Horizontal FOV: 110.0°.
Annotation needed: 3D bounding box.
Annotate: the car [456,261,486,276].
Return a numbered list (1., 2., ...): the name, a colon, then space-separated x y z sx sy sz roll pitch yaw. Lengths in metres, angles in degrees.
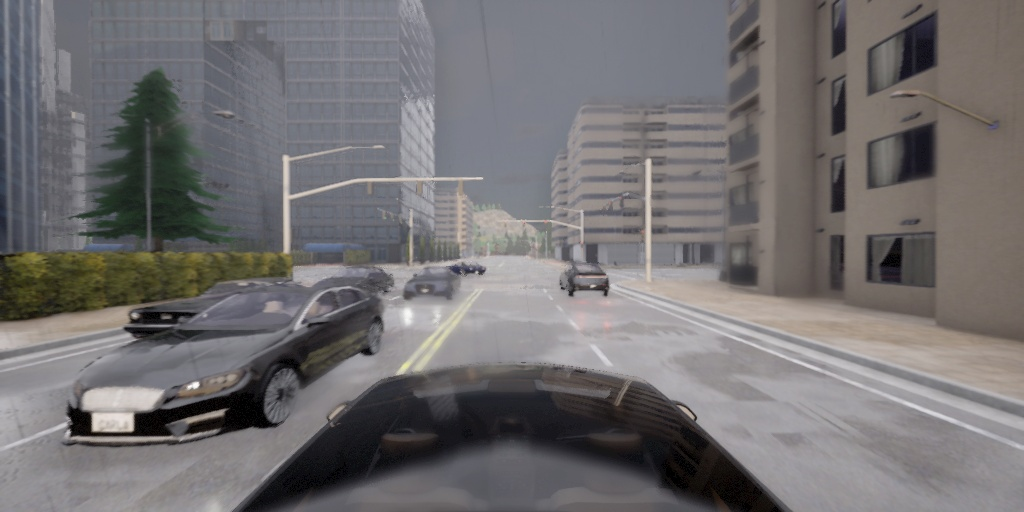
1. car: -4.308 1.100 32.248 1.895 1.301 4.718 0 1 -37

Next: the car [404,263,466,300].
1. car: -3.514 1.199 16.518 1.994 1.385 4.181 0 0 0

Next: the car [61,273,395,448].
1. car: -3.588 1.214 5.680 2.128 1.511 4.902 0 1 0

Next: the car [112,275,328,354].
1. car: -7.078 1.298 9.564 1.895 1.301 4.718 0 0 0

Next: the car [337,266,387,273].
1. car: -7.014 1.187 16.515 2.033 1.411 5.357 0 0 0

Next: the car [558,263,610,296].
1. car: 3.485 1.097 17.947 2.128 1.511 4.902 0 0 0
